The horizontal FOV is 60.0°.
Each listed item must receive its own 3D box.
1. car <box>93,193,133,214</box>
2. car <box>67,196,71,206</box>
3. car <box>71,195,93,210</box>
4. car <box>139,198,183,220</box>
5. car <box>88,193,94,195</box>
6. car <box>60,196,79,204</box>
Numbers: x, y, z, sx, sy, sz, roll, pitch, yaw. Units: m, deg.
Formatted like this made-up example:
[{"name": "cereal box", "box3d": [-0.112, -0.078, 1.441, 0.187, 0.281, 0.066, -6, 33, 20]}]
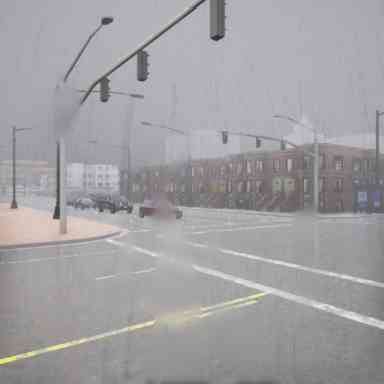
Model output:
[{"name": "car", "box3d": [-8.434, 1.221, 36.198, 2.150, 2.045, 5.566, 0, 0, -36]}, {"name": "car", "box3d": [-20.027, 1.564, 52.421, 1.994, 1.385, 4.181, 0, 0, -35]}, {"name": "car", "box3d": [-14.225, 1.526, 44.293, 1.812, 1.442, 4.674, 0, 0, -35]}, {"name": "car", "box3d": [-2.720, 1.352, 28.259, 2.097, 1.767, 4.553, 0, 0, -35]}, {"name": "car", "box3d": [-15.289, 1.223, 52.080, 2.150, 2.045, 5.566, 0, 0, -35]}, {"name": "car", "box3d": [-23.415, 1.547, 63.394, 2.033, 1.411, 5.357, 0, 0, -36]}]
